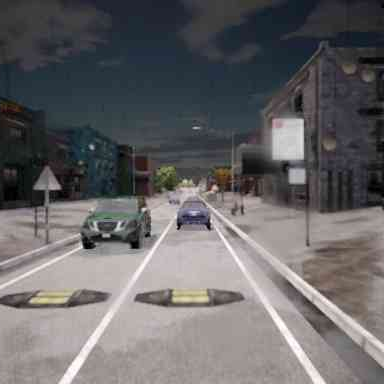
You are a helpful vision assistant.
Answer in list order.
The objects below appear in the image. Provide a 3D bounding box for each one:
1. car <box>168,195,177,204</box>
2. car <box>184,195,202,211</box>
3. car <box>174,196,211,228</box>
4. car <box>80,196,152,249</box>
[{"bbox_3d":[-3.022,1.343,57.958,1.812,1.442,4.674,-1,2,1],"label":"car"},{"bbox_3d":[0.110,1.298,39.745,2.097,1.767,4.553,0,0,0],"label":"car"},{"bbox_3d":[0.105,1.340,22.044,2.097,1.767,4.553,0,0,0],"label":"car"},{"bbox_3d":[-3.096,1.216,14.758,2.150,2.045,5.566,0,0,0],"label":"car"}]
